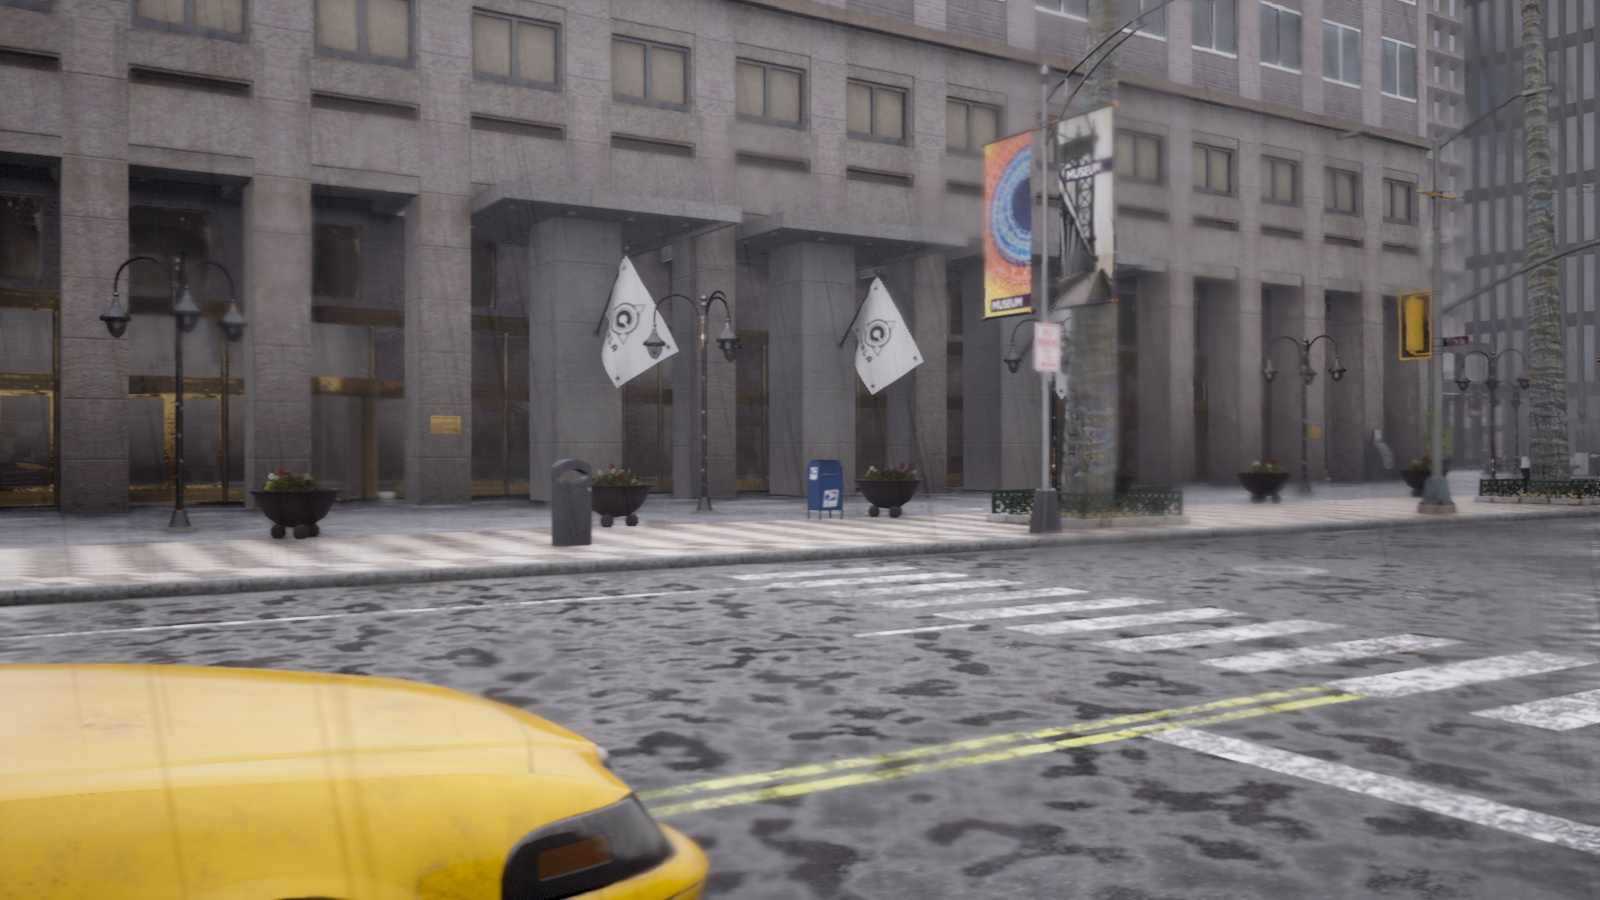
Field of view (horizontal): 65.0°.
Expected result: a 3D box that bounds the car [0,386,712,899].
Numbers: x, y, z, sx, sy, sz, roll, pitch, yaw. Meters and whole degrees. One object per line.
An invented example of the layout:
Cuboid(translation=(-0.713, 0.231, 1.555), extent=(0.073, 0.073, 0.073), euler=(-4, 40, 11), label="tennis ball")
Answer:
Cuboid(translation=(-2.879, 0.704, 1.728), extent=(5.366, 1.575, 1.801), euler=(0, 0, -36), label="car")
